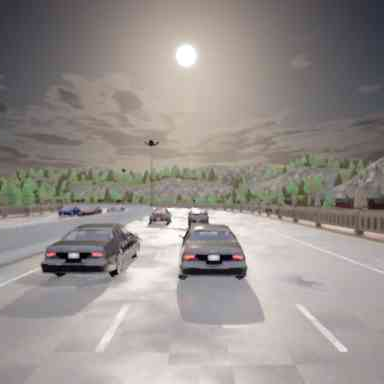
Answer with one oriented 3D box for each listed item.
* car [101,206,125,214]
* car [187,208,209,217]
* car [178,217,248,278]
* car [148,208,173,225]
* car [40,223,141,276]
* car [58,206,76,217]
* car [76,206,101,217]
[{"bbox_3d":[-10.140,2.601,44.357,2.128,1.511,4.902,0,-2,0],"label":"car"},{"bbox_3d":[0.551,2.212,30.322,2.128,1.511,4.902,0,-2,0],"label":"car"},{"bbox_3d":[0.531,1.712,10.552,2.033,1.411,5.357,0,-2,0],"label":"car"},{"bbox_3d":[-2.948,2.281,31.633,1.812,1.442,4.674,0,-2,0],"label":"car"},{"bbox_3d":[-2.964,1.720,10.874,2.033,1.411,5.357,0,-2,0],"label":"car"},{"bbox_3d":[-17.156,2.651,46.761,1.882,1.535,5.008,0,-2,0],"label":"car"},{"bbox_3d":[-13.645,2.614,45.355,1.882,1.535,5.008,0,-1,0],"label":"car"}]
